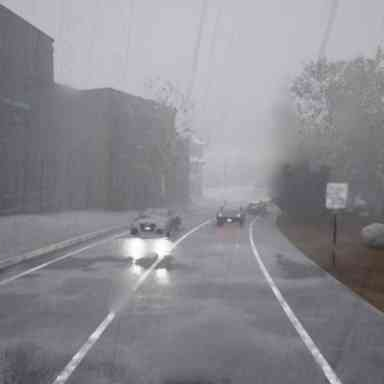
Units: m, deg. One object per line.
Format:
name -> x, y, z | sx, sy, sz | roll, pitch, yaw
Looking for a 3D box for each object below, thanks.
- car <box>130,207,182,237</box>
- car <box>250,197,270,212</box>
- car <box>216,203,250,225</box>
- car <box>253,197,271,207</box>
car -> -1.784, 1.508, 17.568 | 1.994, 1.385, 4.181 | 1, 0, 9
car -> 8.151, 1.712, 41.578 | 1.812, 1.442, 4.674 | 2, 0, 21
car -> 2.998, 1.631, 24.647 | 1.895, 1.301, 4.718 | 1, 0, 12
car -> 12.658, 1.708, 59.690 | 1.882, 1.535, 5.008 | 3, 3, 27
